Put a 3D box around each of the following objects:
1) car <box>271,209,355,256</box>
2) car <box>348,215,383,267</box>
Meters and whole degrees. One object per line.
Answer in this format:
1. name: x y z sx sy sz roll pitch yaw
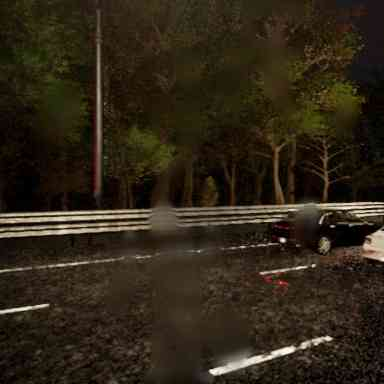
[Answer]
1. car: 5.271 1.405 12.662 4.892 1.490 1.837 0 1 -28
2. car: 6.914 1.454 9.570 4.674 1.442 1.812 0 0 -28
